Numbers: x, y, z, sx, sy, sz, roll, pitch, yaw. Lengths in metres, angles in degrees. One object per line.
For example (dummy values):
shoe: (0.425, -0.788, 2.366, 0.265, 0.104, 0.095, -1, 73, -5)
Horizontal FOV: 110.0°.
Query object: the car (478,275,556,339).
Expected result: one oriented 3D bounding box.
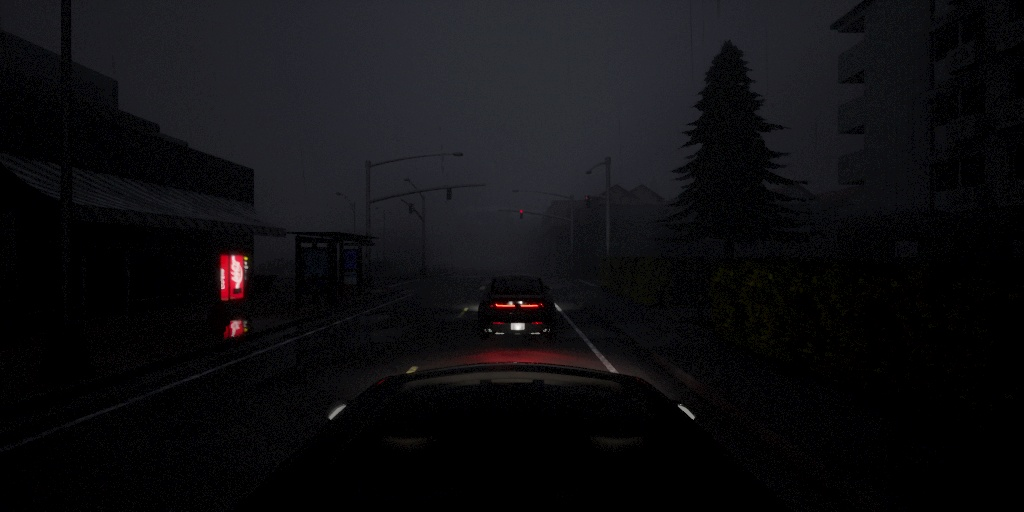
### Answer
car: (0.117, 1.255, 10.062, 1.837, 1.490, 4.892, 0, 0, 0)
